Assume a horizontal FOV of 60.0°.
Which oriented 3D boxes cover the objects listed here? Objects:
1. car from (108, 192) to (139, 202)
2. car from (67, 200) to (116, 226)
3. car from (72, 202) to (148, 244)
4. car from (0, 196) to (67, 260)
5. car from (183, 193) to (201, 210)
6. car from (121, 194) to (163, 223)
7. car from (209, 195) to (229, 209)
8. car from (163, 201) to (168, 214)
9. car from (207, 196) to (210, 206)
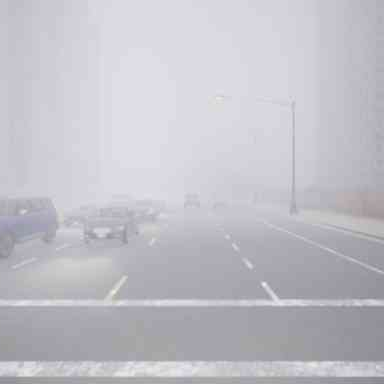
[{"bbox_3d":[-7.093,1.145,33.513,2.150,2.045,5.566,0,0,0],"label":"car"},{"bbox_3d":[-7.104,1.495,22.989,2.033,1.411,5.357,0,0,0],"label":"car"},{"bbox_3d":[-3.603,1.456,15.653,2.128,1.511,4.902,0,0,0],"label":"car"},{"bbox_3d":[-7.085,1.192,12.737,2.150,2.045,5.566,0,0,2],"label":"car"},{"bbox_3d":[-0.006,1.126,41.942,2.150,2.045,5.566,0,0,0],"label":"car"},{"bbox_3d":[-3.600,1.295,24.870,2.097,1.767,4.553,0,0,0],"label":"car"},{"bbox_3d":[3.590,1.428,42.856,1.812,1.442,4.674,0,0,0],"label":"car"},{"bbox_3d":[-3.593,1.485,34.683,1.994,1.385,4.181,0,0,0],"label":"car"},{"bbox_3d":[3.495,1.231,52.758,2.097,1.767,4.553,0,0,0],"label":"car"}]
